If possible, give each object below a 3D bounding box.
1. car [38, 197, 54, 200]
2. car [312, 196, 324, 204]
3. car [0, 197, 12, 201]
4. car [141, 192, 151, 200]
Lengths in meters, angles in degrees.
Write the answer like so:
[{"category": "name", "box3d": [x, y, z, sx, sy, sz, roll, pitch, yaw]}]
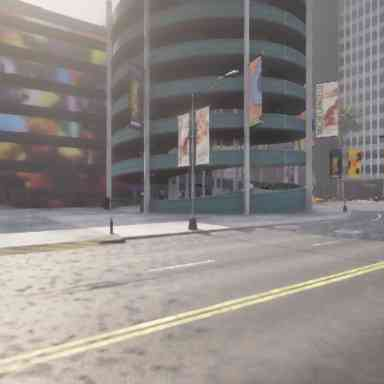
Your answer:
[{"category": "car", "box3d": [-25.120, 1.457, 57.013, 1.895, 1.301, 4.718, 0, 0, -36]}, {"category": "car", "box3d": [22.968, 1.508, 63.589, 1.882, 1.535, 5.008, 0, 0, -26]}, {"category": "car", "box3d": [-24.296, 1.314, 43.080, 2.002, 1.452, 4.674, 0, 0, -36]}, {"category": "car", "box3d": [-10.604, 1.023, 68.509, 2.435, 2.045, 5.566, 0, 0, -36]}]
